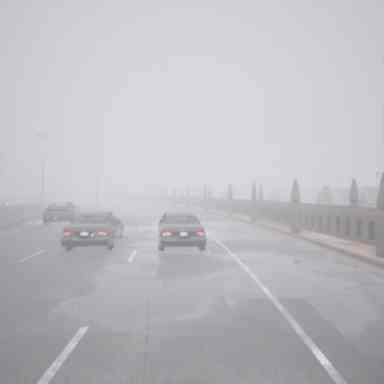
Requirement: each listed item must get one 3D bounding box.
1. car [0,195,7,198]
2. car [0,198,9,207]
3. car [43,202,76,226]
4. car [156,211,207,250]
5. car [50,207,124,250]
[{"bbox_3d":[-37.765,1.329,65.921,1.994,1.385,4.181,0,0,-39],"label":"car"},{"bbox_3d":[-18.126,1.538,30.293,1.895,1.301,4.718,0,0,-17],"label":"car"},{"bbox_3d":[-9.027,1.443,23.302,2.128,1.511,4.902,0,0,-11],"label":"car"},{"bbox_3d":[-0.543,1.518,14.164,2.033,1.411,5.357,0,0,-6],"label":"car"},{"bbox_3d":[-4.057,1.518,14.213,2.033,1.411,5.357,0,0,-6],"label":"car"}]
